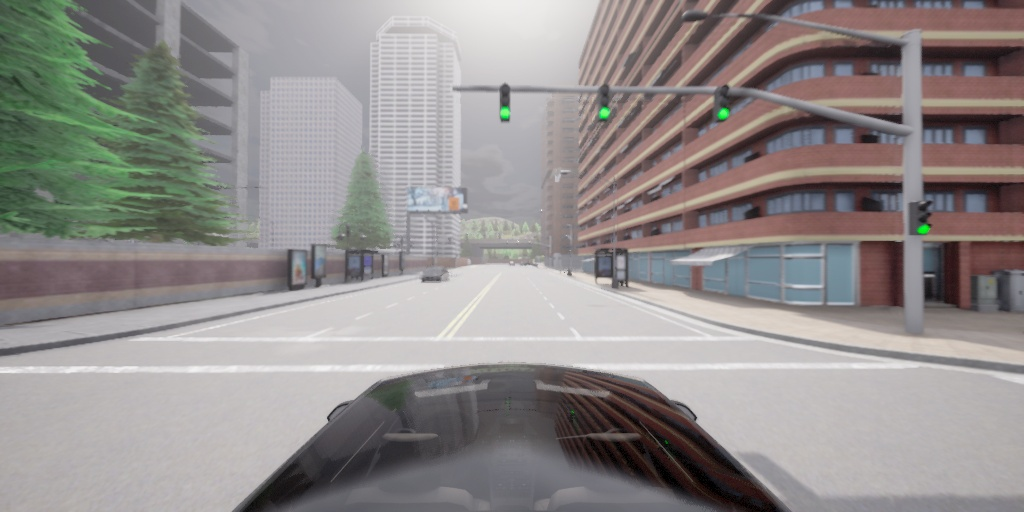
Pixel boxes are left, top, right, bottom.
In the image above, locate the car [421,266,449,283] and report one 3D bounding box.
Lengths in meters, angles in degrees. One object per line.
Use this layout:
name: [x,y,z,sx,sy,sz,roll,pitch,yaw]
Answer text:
car: [-6.998,1.676,33.001,1.837,1.490,4.892,0,1,0]
